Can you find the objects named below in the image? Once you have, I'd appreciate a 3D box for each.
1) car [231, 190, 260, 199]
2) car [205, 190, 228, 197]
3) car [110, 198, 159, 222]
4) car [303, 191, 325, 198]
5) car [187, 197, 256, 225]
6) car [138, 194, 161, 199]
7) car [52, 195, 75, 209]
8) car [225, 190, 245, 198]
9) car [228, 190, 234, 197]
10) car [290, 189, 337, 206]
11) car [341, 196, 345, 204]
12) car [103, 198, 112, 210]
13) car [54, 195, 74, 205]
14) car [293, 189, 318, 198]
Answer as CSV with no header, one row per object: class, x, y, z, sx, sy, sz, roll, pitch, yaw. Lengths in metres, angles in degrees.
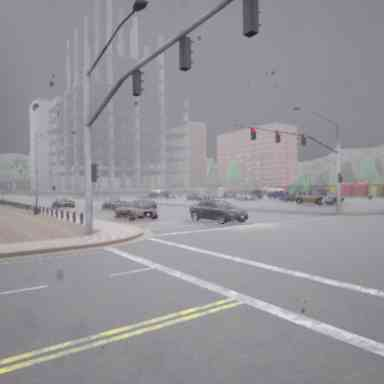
car,9.347,0.813,58.138,1.970,1.475,3.806,-1,1,-35
car,5.329,0.730,73.796,1.970,1.475,3.806,-1,1,-35
car,-4.220,1.408,24.968,1.994,1.385,4.181,-1,1,-35
car,25.486,0.505,69.594,1.784,1.438,3.905,-1,1,-35
car,1.739,1.300,22.657,1.837,1.490,4.892,-1,1,-36
car,-5.966,1.306,39.804,1.994,1.385,4.181,-1,1,-35
car,-16.077,1.405,41.612,1.994,1.385,4.181,-1,1,-35
car,9.850,0.410,77.058,1.932,1.855,4.605,-1,1,-35
car,7.692,0.658,75.468,1.784,1.438,3.905,-1,1,-35
car,14.834,0.652,40.688,1.932,1.855,4.605,-1,1,-35
car,17.228,0.615,42.316,1.905,1.878,3.866,-1,1,-35
car,-8.332,1.357,36.765,1.994,1.385,4.181,-1,1,-35
car,-21.074,1.268,54.783,1.882,1.535,5.008,-1,0,-35
car,23.082,0.335,67.971,1.932,1.855,4.605,-1,1,-35
